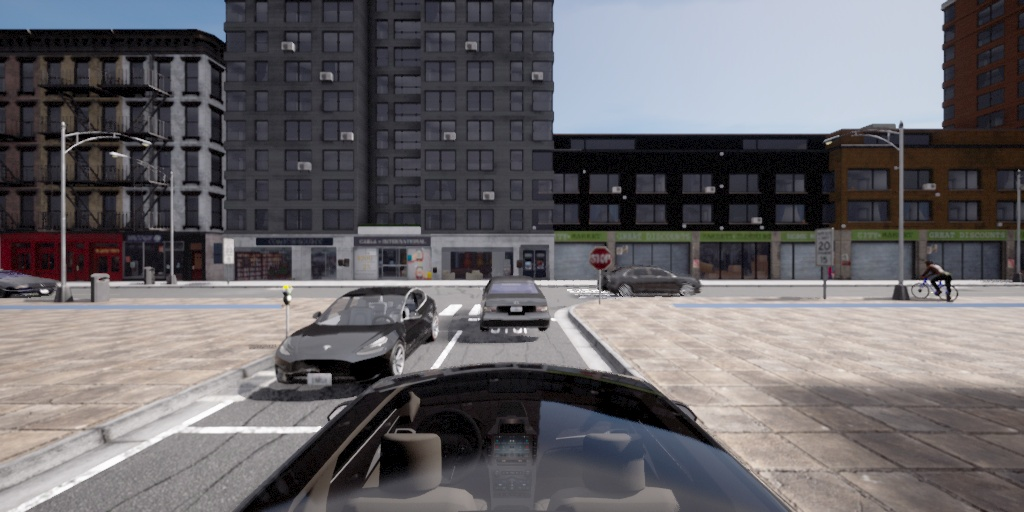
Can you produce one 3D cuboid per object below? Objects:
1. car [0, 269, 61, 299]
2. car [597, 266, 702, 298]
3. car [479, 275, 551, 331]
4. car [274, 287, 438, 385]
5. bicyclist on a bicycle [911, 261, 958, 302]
[{"bbox_3d":[-25.736,1.365,17.705,5.357,1.411,2.033,0,0,0],"label":"car"},{"bbox_3d":[6.713,1.240,17.680,4.892,1.490,1.837,0,0,0],"label":"car"},{"bbox_3d":[-0.029,1.298,10.940,2.033,1.411,5.357,0,0,-3],"label":"car"},{"bbox_3d":[-2.636,1.316,7.088,1.948,1.339,4.313,0,0,0],"label":"car"},{"bbox_3d":[17.362,1.024,14.764,0.582,1.620,1.656,0,0,0],"label":"bicyclist on a bicycle"}]
